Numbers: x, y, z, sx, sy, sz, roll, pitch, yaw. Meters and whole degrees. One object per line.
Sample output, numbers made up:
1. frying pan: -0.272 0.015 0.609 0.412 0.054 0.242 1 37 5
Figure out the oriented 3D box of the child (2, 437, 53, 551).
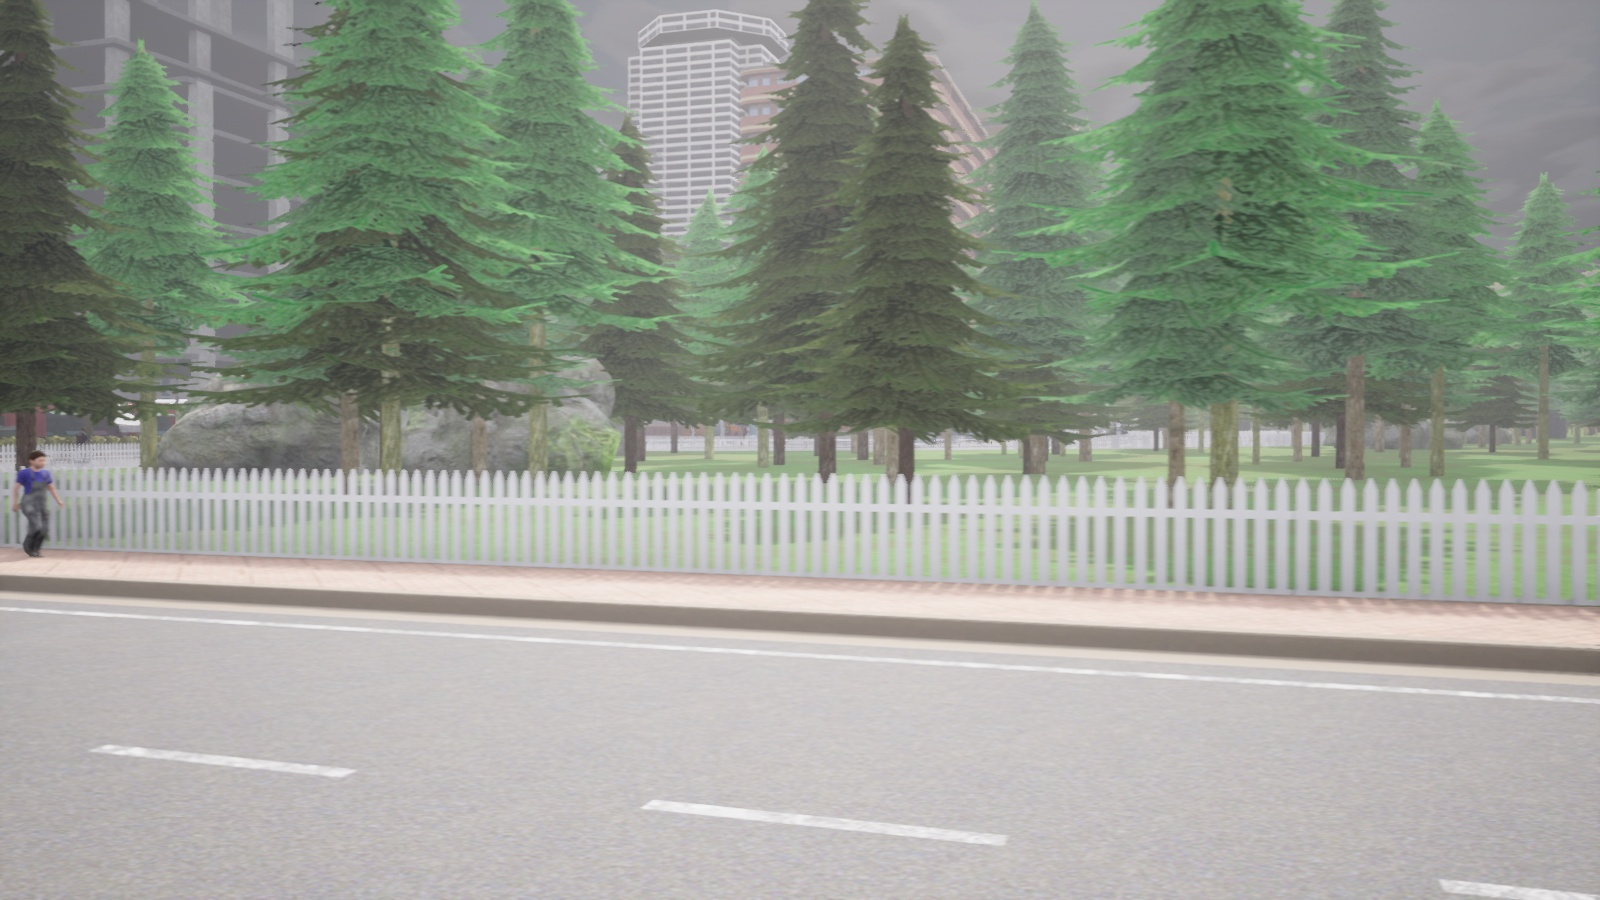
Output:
1. child: -8.682 0.489 14.115 0.437 1.263 0.270 1 1 19
